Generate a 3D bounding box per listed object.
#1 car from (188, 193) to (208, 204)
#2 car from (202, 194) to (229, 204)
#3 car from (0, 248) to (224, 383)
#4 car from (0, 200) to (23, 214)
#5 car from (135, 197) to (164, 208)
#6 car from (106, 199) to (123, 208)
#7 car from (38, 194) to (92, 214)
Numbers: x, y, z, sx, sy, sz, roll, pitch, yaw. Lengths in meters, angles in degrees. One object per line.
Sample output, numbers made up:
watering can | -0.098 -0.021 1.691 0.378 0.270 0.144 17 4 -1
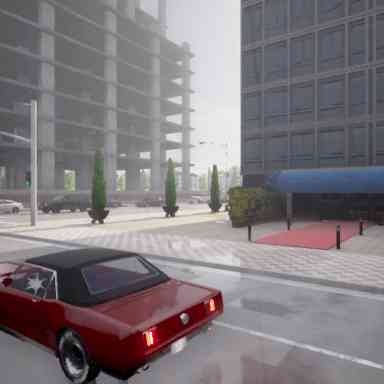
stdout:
car | 1.581 1.221 63.476 2.150 2.045 5.566 0 0 36
car | 4.739 1.568 61.861 2.033 1.411 5.357 0 0 36
car | -1.963 1.601 5.380 4.718 1.301 1.895 0 0 35
car | -19.761 1.526 33.986 1.812 1.442 4.674 0 0 36
car | -5.962 1.499 47.156 1.837 1.490 4.892 0 2 36
car | -11.877 1.546 44.939 2.033 1.411 5.357 0 0 36
car | -13.771 1.221 36.317 2.150 2.045 5.566 0 0 36
